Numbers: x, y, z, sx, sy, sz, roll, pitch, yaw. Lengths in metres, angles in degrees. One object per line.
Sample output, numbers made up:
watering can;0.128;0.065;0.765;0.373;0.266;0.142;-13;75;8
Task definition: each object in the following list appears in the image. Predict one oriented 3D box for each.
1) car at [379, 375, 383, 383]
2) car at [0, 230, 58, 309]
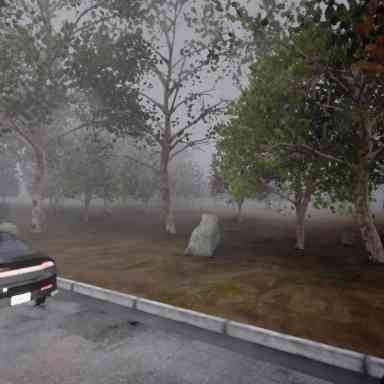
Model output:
car;3.276;1.490;1.041;4.902;1.511;2.128;0;0;36
car;-4.723;1.502;6.751;4.902;1.511;2.128;0;0;36
